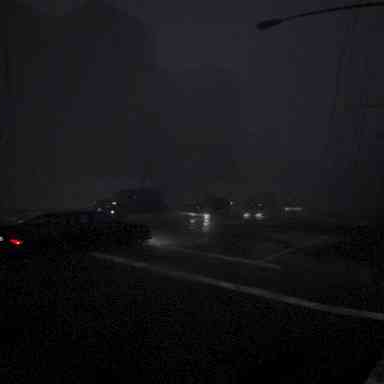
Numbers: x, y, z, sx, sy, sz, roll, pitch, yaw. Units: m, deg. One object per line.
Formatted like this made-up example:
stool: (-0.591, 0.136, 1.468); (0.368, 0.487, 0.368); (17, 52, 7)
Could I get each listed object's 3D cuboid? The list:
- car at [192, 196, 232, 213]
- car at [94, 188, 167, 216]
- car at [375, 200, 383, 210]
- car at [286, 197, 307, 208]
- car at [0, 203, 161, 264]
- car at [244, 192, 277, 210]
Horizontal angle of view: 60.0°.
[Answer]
car: (1.962, 1.143, 30.912); (1.837, 1.490, 4.892); (2, 1, 36)
car: (-4.062, 0.759, 22.687); (2.150, 2.045, 5.566); (2, 1, 36)
car: (27.908, 1.841, 48.210); (1.882, 1.535, 5.008); (2, 1, 36)
car: (15.554, 1.462, 49.326); (1.882, 1.535, 5.008); (2, 1, 37)
car: (-3.693, 1.312, 11.055); (2.033, 1.411, 5.357); (2, 2, 36)
car: (8.306, 1.031, 39.540); (2.150, 2.045, 5.566); (2, 0, 36)
